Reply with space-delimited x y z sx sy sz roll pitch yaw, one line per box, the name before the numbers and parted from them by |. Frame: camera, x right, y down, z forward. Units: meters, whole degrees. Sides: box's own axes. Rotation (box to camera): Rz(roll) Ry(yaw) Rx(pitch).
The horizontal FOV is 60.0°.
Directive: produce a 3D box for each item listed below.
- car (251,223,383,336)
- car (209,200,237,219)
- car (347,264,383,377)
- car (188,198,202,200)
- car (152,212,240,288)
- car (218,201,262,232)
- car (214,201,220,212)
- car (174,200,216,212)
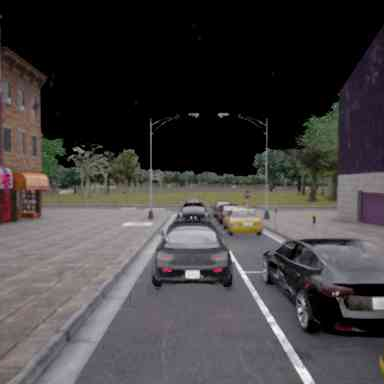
car | 2.617 1.539 6.592 1.947 1.339 4.313 -1 0 0
car | 2.600 1.435 28.722 2.008 1.369 4.403 -1 0 0
car | 2.620 1.520 1.230 1.752 1.417 4.829 -1 0 0
car | 0.300 1.363 31.936 2.128 1.511 4.902 0 0 5
car | 0.008 1.489 9.000 1.812 1.442 4.674 0 0 0
car | 2.608 1.453 17.827 1.752 1.417 4.829 -1 0 0
car | 2.605 1.488 23.190 1.802 1.307 4.206 -1 0 0
car | 0.085 1.432 18.074 1.837 1.490 4.892 0 0 0
